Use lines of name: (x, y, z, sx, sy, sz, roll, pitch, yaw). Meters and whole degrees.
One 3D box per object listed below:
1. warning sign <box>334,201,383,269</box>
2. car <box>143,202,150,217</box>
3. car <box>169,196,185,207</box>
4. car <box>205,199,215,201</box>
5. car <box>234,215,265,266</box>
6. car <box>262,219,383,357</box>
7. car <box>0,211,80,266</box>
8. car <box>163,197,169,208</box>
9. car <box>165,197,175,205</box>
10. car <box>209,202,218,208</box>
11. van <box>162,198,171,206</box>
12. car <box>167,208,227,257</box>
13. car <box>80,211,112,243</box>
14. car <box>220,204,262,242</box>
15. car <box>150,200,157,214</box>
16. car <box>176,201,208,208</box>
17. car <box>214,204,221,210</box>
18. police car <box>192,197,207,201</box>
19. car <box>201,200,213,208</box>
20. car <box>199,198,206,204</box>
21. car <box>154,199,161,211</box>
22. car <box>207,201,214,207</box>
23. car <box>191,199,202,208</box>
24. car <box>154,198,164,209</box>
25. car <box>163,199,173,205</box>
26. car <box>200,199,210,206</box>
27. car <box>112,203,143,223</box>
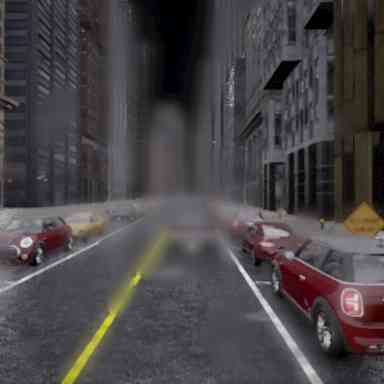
warning sign: (5.080, 1.217, 9.826, 1.300, 1.860, 1.060, 0, 0, 0)
car: (-5.728, 1.884, 34.188, 1.752, 1.417, 4.829, 0, -1, 0)
car: (-2.947, 2.053, 65.380, 2.097, 1.767, 4.553, 0, -1, 0)
car: (2.804, 1.947, 40.167, 1.752, 1.417, 4.829, 0, -1, 0)
car: (2.773, 1.704, 11.795, 1.802, 1.307, 4.206, 0, -1, 0)
car: (2.766, 1.504, 6.156, 1.967, 1.590, 4.097, 0, -1, 0)
car: (-5.753, 1.563, 11.797, 1.967, 1.590, 4.097, 0, -1, 0)
car: (-5.704, 1.921, 56.922, 2.192, 1.841, 5.009, 0, -1, 0)
car: (-5.673, 2.241, 85.123, 2.192, 1.841, 5.009, 0, -1, 0)
car: (2.791, 1.844, 28.716, 1.887, 1.381, 4.507, 0, -1, 0)
van: (-5.685, 2.137, 73.843, 1.690, 1.788, 3.998, 0, -1, 0)
car: (0.036, 1.633, 13.510, 2.128, 1.511, 4.902, 0, 0, 1)
car: (-5.746, 1.705, 17.267, 1.752, 1.417, 4.829, 0, -1, 0)
car: (2.779, 1.621, 17.437, 1.967, 1.590, 4.097, 0, -1, 0)
car: (-5.722, 1.987, 39.998, 1.947, 1.339, 4.313, 0, -1, 0)
car: (0.052, 1.790, 28.508, 2.128, 1.511, 4.902, 0, 0, 0)
car: (2.785, 1.767, 23.246, 1.752, 1.417, 4.829, 0, -1, 0)
police car: (0.945, 1.998, 53.939, 1.930, 1.638, 5.238, 0, -1, 0)
car: (2.828, 2.219, 62.557, 2.008, 1.369, 4.403, 0, -1, 0)
car: (2.859, 2.432, 90.758, 1.967, 1.590, 4.097, 0, -1, 0)
car: (-5.716, 2.005, 45.469, 1.752, 1.417, 4.829, 0, -1, 0)
car: (2.798, 1.904, 34.357, 1.887, 1.381, 4.507, 0, -1, 0)
car: (0.848, 2.160, 63.800, 1.882, 1.535, 5.008, 0, -1, -2)
car: (-5.709, 2.067, 51.109, 1.752, 1.417, 4.829, 0, -1, 0)
car: (-5.678, 2.412, 79.480, 2.008, 1.369, 4.403, 0, -1, 0)
car: (2.841, 2.346, 73.837, 2.008, 1.369, 4.403, 0, -1, 0)
car: (-5.734, 1.866, 28.717, 1.947, 1.339, 4.313, 0, -1, 0)
